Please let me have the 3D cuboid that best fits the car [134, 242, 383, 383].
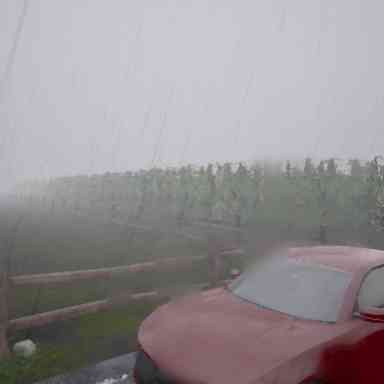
[{"bbox_3d":[1.701,1.483,4.282,5.008,1.535,1.882,0,0,-35],"label":"car"}]
